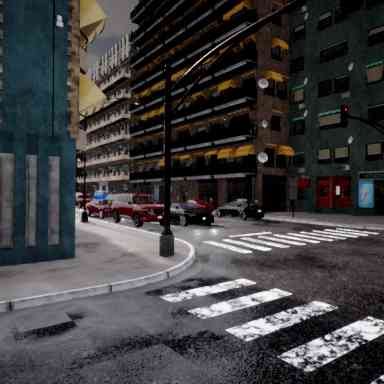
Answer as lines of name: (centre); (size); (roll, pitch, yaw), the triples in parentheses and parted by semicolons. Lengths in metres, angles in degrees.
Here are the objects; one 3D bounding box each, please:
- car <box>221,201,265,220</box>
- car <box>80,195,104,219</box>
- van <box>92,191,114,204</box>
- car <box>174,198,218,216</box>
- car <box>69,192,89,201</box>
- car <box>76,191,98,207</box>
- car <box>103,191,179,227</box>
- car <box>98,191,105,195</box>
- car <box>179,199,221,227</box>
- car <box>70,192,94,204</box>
car: (3.562, 1.353, 25.194); (1.947, 1.339, 4.313); (2, 0, -36)
car: (-6.514, 1.183, 24.817); (1.887, 1.381, 4.507); (2, 0, -36)
van: (-12.780, 0.727, 47.745); (1.690, 1.788, 3.998); (2, 0, -36)
car: (0.292, 1.289, 29.704); (1.802, 1.307, 4.206); (2, 0, -36)
car: (-19.323, 0.769, 56.764); (1.887, 1.381, 4.507); (2, 0, -36)
car: (-12.086, 0.948, 36.918); (1.882, 1.535, 5.008); (1, 0, -36)
car: (-3.238, 1.034, 20.307); (2.192, 1.841, 5.009); (2, 0, -36)
car: (-6.048, 0.971, 28.573); (2.097, 1.767, 4.553); (1, 0, -36)
car: (-0.460, 1.321, 20.855); (1.994, 1.385, 4.181); (1, 0, -36)
car: (-15.663, 0.823, 47.200); (1.882, 1.535, 5.008); (1, 0, -36)
